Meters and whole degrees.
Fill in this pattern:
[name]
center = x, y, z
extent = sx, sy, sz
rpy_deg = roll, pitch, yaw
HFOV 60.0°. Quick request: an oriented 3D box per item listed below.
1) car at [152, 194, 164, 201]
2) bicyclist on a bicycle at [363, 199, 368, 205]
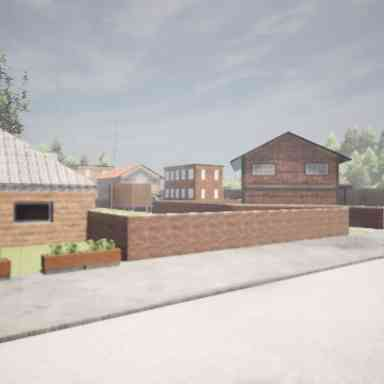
[car]
center = -4.567, 1.185, 45.599
extent = 1.905, 1.878, 3.866
rpy_deg = 1, 0, -36
[bicyclist on a bicycle]
center = 24.195, 1.783, 46.329
extent = 1.656, 1.620, 0.582
rpy_deg = 0, 0, -36
